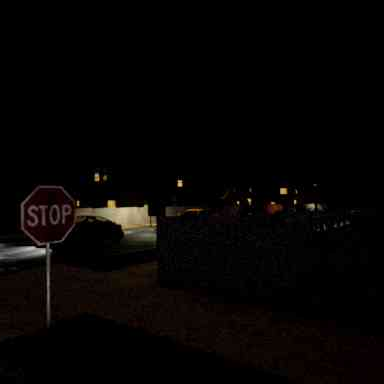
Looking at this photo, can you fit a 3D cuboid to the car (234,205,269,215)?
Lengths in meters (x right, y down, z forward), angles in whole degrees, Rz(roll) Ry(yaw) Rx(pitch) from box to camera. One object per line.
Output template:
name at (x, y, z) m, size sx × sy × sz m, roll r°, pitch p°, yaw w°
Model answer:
car at (5.816, 2.107, 32.428) m, size 2.097 × 1.767 × 4.553 m, roll -1°, pitch -2°, yaw 36°

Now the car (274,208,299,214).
car at (11.572, 2.581, 40.436) m, size 1.895 × 1.301 × 4.718 m, roll -1°, pitch -2°, yaw 36°

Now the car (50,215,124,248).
car at (-5.427, 1.880, 16.675) m, size 1.994 × 1.385 × 4.181 m, roll -1°, pitch -2°, yaw 35°

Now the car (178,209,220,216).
car at (0.215, 2.013, 24.583) m, size 1.882 × 1.535 × 5.008 m, roll -1°, pitch -2°, yaw 36°

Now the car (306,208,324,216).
car at (15.200, 2.581, 40.514) m, size 1.895 × 1.301 × 4.718 m, roll -1°, pitch -2°, yaw 35°
